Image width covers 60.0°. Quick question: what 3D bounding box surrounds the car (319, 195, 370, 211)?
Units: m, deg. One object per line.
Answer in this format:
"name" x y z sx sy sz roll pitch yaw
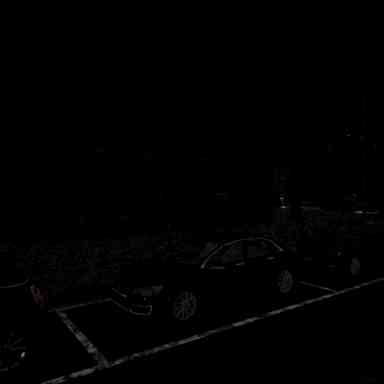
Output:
"car" 15.451 1.138 33.978 1.882 1.535 5.008 0 1 -35

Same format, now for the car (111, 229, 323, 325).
"car" 0.500 1.551 7.002 4.403 1.369 2.008 0 0 -35

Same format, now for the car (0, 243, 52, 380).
"car" -3.946 1.440 3.837 4.097 1.590 1.967 0 0 -35

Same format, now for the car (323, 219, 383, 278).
"car" 4.945 1.546 10.168 4.507 1.381 1.887 0 0 -35

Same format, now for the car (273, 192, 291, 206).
"car" 10.203 0.837 41.324 2.097 1.767 4.553 0 1 -35
